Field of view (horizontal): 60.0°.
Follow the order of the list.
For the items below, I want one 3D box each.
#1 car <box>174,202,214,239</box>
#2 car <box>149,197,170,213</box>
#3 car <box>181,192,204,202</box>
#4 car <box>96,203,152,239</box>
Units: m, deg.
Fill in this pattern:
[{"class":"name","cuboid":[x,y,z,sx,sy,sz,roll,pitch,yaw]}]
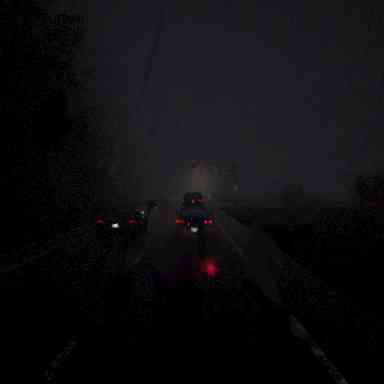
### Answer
[{"class":"car","cuboid":[0.096,1.419,16.498,1.812,1.442,4.674,0,0,0]},{"class":"car","cuboid":[-3.406,1.281,33.927,1.837,1.490,4.892,0,0,0]},{"class":"car","cuboid":[0.095,0.994,34.216,2.150,2.045,5.566,0,0,0]},{"class":"car","cuboid":[-3.403,1.454,16.780,1.994,1.385,4.181,0,0,0]}]
